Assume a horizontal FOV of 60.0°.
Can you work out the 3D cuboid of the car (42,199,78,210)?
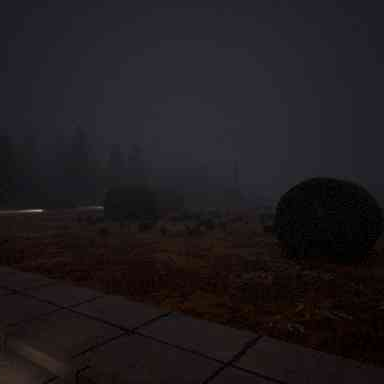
[{"bbox_3d":[-16.737,1.547,42.309,1.994,1.385,4.181,0,0,37],"label":"car"}]
